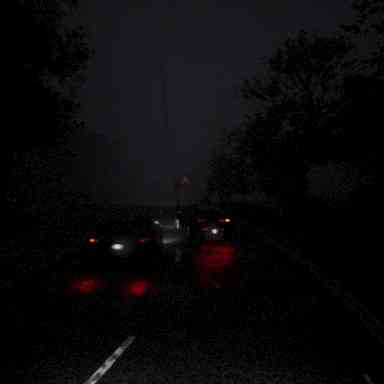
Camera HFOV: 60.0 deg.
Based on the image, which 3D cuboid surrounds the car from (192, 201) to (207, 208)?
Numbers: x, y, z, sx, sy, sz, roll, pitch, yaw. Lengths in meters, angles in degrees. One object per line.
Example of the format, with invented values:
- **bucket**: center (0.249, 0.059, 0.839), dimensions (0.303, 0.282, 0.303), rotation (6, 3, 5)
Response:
- **car**: center (1.667, 2.690, 70.546), dimensions (1.837, 1.490, 4.892), rotation (0, -3, 16)

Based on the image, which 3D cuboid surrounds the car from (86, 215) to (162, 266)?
- **car**: center (-2.112, 1.463, 11.278), dimensions (1.994, 1.385, 4.181), rotation (0, 1, -1)

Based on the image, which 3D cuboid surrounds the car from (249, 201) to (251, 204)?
- **car**: center (7.339, 2.219, 58.652), dimensions (5.008, 1.535, 2.097), rotation (0, -3, 16)

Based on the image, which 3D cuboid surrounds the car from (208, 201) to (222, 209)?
- **car**: center (4.786, 2.689, 69.635), dimensions (1.882, 1.535, 5.008), rotation (0, -3, 16)

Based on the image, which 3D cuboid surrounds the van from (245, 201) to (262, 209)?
- **van**: center (17.280, 3.649, 93.031), dimensions (4.442, 1.987, 1.878), rotation (0, -2, 16)

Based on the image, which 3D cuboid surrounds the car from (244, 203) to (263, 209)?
- **car**: center (16.608, 3.772, 90.346), dimensions (4.892, 1.521, 2.231), rotation (0, -2, 16)

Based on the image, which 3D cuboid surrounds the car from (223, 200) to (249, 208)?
- **car**: center (6.565, 2.070, 56.012), dimensions (4.892, 1.521, 2.231), rotation (0, -3, 16)

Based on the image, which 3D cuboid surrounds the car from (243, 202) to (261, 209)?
- **car**: center (15.849, 3.542, 87.838), dimensions (4.553, 1.767, 2.185), rotation (0, -2, 16)

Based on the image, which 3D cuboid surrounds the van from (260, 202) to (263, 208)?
- **van**: center (15.184, 3.323, 85.034), dimensions (4.442, 1.987, 1.878), rotation (0, -2, 16)

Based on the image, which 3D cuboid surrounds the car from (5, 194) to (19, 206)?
- **car**: center (-21.809, 0.880, 37.526), dimensions (4.181, 1.385, 1.994), rotation (1, 0, 12)

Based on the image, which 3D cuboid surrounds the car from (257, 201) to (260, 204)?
- **car**: center (12.752, 3.226, 77.133), dimensions (4.674, 1.452, 2.002), rotation (0, -3, 16)

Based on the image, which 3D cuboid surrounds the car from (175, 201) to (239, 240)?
- **car**: center (0.423, 1.304, 16.041), dimensions (1.837, 1.490, 4.892), rotation (1, 1, -12)
